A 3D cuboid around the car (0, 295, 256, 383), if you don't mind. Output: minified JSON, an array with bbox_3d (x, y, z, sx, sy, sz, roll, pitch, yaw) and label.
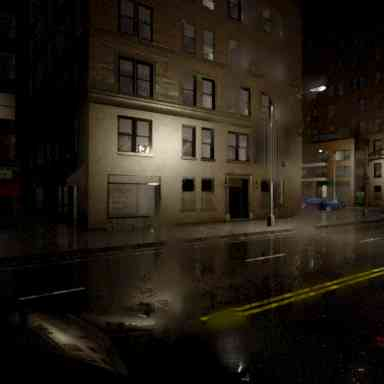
[{"bbox_3d":[-1.581,1.526,2.308,4.674,1.442,1.812,0,0,-36],"label":"car"}]

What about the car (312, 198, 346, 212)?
[{"bbox_3d":[14.972,1.469,38.724,1.882,1.535,5.008,0,0,-36],"label":"car"}]

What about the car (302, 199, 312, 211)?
[{"bbox_3d":[11.507,1.421,39.213,1.967,1.590,4.097,0,0,-36],"label":"car"}]

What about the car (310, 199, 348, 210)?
[{"bbox_3d":[18.037,1.577,43.876,1.947,1.339,4.313,0,0,-36],"label":"car"}]
